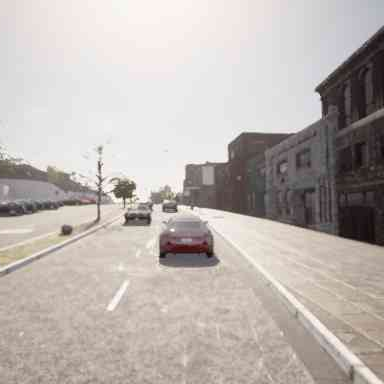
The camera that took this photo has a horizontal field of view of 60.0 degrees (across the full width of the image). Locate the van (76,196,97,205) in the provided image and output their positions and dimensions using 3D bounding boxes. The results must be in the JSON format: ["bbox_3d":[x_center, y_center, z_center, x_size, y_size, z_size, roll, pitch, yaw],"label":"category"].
[{"bbox_3d":[-25.107,2.003,78.876,4.442,1.987,1.878,0,-2,-28],"label":"van"}]

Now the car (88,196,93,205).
[{"bbox_3d":[-23.361,1.919,67.126,5.366,1.575,1.946,0,-2,-28],"label":"car"}]

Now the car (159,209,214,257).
[{"bbox_3d":[-0.263,1.602,13.210,1.994,1.385,4.181,0,0,-2],"label":"car"}]

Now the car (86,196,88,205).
[{"bbox_3d":[-23.132,1.734,64.075,4.553,1.767,2.185,0,-1,-28],"label":"car"}]

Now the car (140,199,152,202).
[{"bbox_3d":[-5.989,1.680,43.325,2.128,1.511,4.902,0,-1,-7],"label":"car"}]

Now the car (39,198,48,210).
[{"bbox_3d":[-19.357,1.563,37.627,4.892,1.521,2.231,0,0,-27],"label":"car"}]

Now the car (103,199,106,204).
[{"bbox_3d":[-27.053,2.619,90.504,5.366,1.575,1.946,0,-2,-28],"label":"car"}]

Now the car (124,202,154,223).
[{"bbox_3d":[-4.122,1.685,26.115,1.895,1.301,4.718,0,0,-4],"label":"car"}]

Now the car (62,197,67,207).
[{"bbox_3d":[-20.581,1.615,46.418,5.008,1.535,2.097,0,-1,-28],"label":"car"}]

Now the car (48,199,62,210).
[{"bbox_3d":[-20.166,1.594,43.485,5.008,1.535,2.097,0,-1,-28],"label":"car"}]

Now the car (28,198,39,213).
[{"bbox_3d":[-18.994,1.549,34.690,4.892,1.521,2.231,0,0,-26],"label":"car"}]

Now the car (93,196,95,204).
[{"bbox_3d":[-24.366,2.102,72.920,4.674,1.452,2.002,0,-2,-28],"label":"car"}]

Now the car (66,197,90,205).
[{"bbox_3d":[-23.972,1.864,69.966,4.553,1.767,2.185,0,-2,-28],"label":"car"}]

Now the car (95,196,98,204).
[{"bbox_3d":[-24.764,1.892,75.893,5.566,2.045,2.435,0,-2,-28],"label":"car"}]

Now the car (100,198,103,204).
[{"bbox_3d":[-25.652,2.067,81.749,5.566,2.045,2.435,0,-2,-28],"label":"car"}]

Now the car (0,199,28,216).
[{"bbox_3d":[-18.657,1.538,31.754,4.892,1.521,2.231,0,0,-26],"label":"car"}]

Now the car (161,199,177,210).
[{"bbox_3d":[-2.961,1.702,43.359,2.128,1.511,4.902,0,-1,-7],"label":"car"}]

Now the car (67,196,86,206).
[{"bbox_3d":[-22.673,1.804,61.141,5.008,1.535,2.097,0,-1,-28],"label":"car"}]
